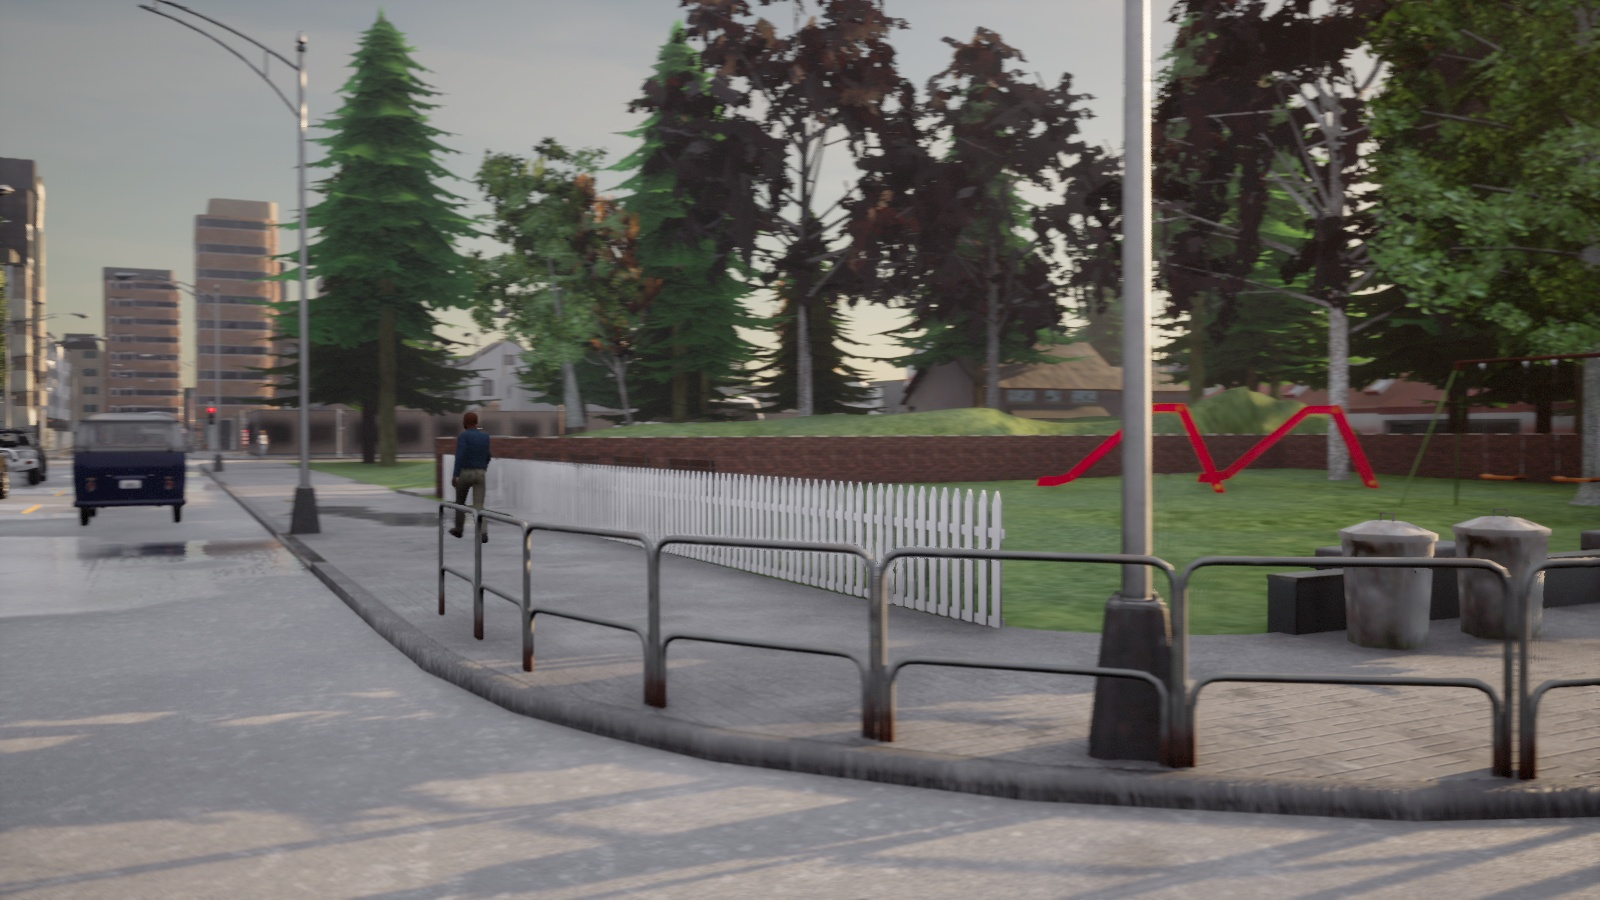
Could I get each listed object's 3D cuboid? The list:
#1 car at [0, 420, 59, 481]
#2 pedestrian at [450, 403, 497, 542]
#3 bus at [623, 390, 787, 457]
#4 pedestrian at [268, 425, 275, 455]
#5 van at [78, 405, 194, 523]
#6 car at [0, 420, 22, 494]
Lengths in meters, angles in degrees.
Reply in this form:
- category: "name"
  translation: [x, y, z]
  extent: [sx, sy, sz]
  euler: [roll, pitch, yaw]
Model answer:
- category: "car"
  translation: [-25.291, -0.017, 40.603]
  extent: [1.932, 1.855, 4.605]
  euler: [0, 1, -26]
- category: "pedestrian"
  translation: [-4.404, 0.289, 16.933]
  extent: [0.370, 1.835, 0.726]
  euler: [0, 1, -37]
- category: "bus"
  translation: [-6.350, -1.714, 84.675]
  extent: [10.273, 4.253, 3.944]
  euler: [1, 1, -29]
- category: "pedestrian"
  translation: [-32.943, -0.613, 78.268]
  extent: [0.354, 1.836, 0.706]
  euler: [0, 1, -29]
- category: "van"
  translation: [-12.425, 0.205, 23.657]
  extent: [1.775, 1.987, 4.442]
  euler: [0, 1, -26]
- category: "car"
  translation: [-19.680, 0.122, 29.287]
  extent: [2.152, 1.651, 5.027]
  euler: [0, 1, -26]
